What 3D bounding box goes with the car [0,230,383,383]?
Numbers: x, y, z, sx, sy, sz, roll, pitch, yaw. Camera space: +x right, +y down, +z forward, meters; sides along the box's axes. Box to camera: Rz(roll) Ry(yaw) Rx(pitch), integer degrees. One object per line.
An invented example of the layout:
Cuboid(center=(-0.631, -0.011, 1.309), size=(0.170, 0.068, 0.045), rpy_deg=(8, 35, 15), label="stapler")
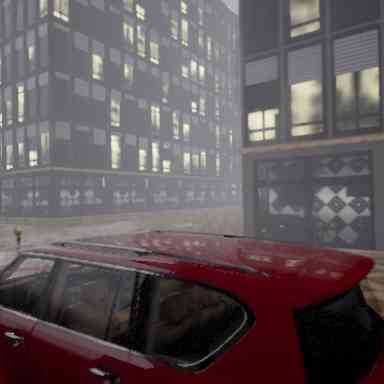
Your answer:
Cuboid(center=(-0.724, 1.320, 3.259), size=(5.009, 1.841, 2.192), rpy_deg=(0, -1, 36), label="car")
